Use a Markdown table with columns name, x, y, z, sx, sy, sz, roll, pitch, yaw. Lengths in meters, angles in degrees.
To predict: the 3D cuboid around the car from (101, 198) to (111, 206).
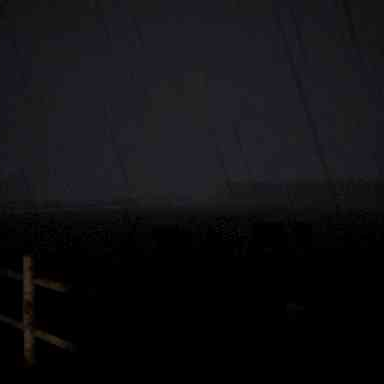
| name | x | y | z | sx | sy | sz | roll | pitch | yaw |
| --- | --- | --- | --- | --- | --- | --- | --- | --- | --- |
| car | -13.493 | 1.673 | 57.819 | 1.882 | 1.535 | 5.008 | -1 | 0 | 35 |

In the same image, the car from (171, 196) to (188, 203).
| name | x | y | z | sx | sy | sz | roll | pitch | yaw |
| --- | --- | --- | --- | --- | --- | --- | --- | --- | --- |
| car | -2.456 | 1.514 | 68.932 | 1.837 | 1.490 | 4.892 | -1 | 0 | 34 |

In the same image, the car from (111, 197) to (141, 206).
| name | x | y | z | sx | sy | sz | roll | pitch | yaw |
| --- | --- | --- | --- | --- | --- | --- | --- | --- | --- |
| car | -10.811 | 1.655 | 56.734 | 1.837 | 1.490 | 4.892 | -1 | 0 | 35 |
